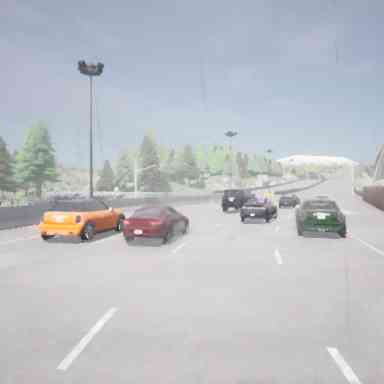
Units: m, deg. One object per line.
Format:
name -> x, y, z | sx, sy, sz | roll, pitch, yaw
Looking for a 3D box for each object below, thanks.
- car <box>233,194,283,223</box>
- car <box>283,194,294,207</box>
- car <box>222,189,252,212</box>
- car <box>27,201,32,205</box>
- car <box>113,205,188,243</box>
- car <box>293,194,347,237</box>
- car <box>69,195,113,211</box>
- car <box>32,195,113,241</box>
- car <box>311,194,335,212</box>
car -> 4.604, 1.152, 22.484 | 2.128, 1.511, 4.902 | 0, 1, 22
car -> 10.694, 0.948, 36.282 | 2.128, 1.511, 4.902 | 0, 1, 26
car -> 4.490, 0.753, 30.958 | 2.150, 2.045, 5.566 | 0, 1, 24
car -> -13.830, 1.028, 33.296 | 2.033, 1.411, 5.357 | 0, 1, 23
car -> -1.480, 1.300, 14.669 | 1.812, 1.442, 4.674 | 0, 1, 13
car -> 6.347, 1.102, 16.748 | 2.097, 1.767, 4.553 | 0, 1, 16
car -> -10.016, 1.049, 33.243 | 1.994, 1.385, 4.181 | 0, 1, 24
car -> -4.833, 1.111, 15.399 | 2.097, 1.767, 4.553 | 0, 1, 13
car -> 12.813, 0.997, 32.326 | 1.882, 1.535, 5.008 | 0, 1, 25
